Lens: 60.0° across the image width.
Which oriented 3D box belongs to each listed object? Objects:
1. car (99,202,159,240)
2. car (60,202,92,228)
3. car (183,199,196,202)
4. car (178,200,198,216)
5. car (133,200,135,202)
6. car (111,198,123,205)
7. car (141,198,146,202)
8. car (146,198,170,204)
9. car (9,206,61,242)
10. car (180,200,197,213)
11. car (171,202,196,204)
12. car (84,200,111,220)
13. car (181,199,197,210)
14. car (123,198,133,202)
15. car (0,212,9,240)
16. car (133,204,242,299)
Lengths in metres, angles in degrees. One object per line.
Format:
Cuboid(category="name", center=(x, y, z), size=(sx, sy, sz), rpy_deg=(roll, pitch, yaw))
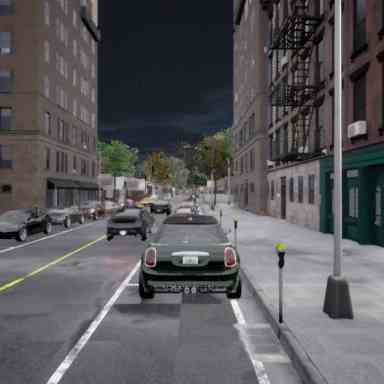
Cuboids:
Cuboid(category="car", center=(-2.998, 1.508, 16.989), size=(1.837, 1.490, 4.892), rpy_deg=(0, 1, 0))
Cuboid(category="car", center=(-8.408, 1.553, 21.869), size=(2.008, 1.369, 4.403), rpy_deg=(0, 0, 0))
Cuboid(category="car", center=(-0.383, 1.531, 27.562), size=(1.752, 1.417, 4.829), rpy_deg=(0, 0, 0))
Cuboid(category="car", center=(-0.383, 1.554, 32.910), size=(1.887, 1.381, 4.507), rpy_deg=(0, 0, 0))
Cuboid(category="car", center=(-8.408, 1.600, 43.945), size=(1.802, 1.307, 4.206), rpy_deg=(0, 0, 0))
Cuboid(category="car", center=(-8.408, 1.535, 32.737), size=(1.752, 1.417, 4.829), rpy_deg=(0, 0, 0))
Cuboid(category="car", center=(-5.801, 1.497, 45.308), size=(1.882, 1.535, 5.008), rpy_deg=(0, 0, 1))
Cuboid(category="car", center=(-2.993, 1.487, 32.727), size=(1.882, 1.535, 5.008), rpy_deg=(0, 0, 0))
Cuboid(category="car", center=(-8.408, 1.567, 16.351), size=(1.947, 1.339, 4.313), rpy_deg=(0, 0, 0))
Cuboid(category="car", center=(-0.383, 1.596, 38.428), size=(1.802, 1.307, 4.206), rpy_deg=(0, 0, 0))
Cuboid(category="car", center=(-0.383, 1.584, 21.873), size=(1.802, 1.307, 4.206), rpy_deg=(0, 0, 0))
Cuboid(category="car", center=(-8.408, 1.446, 27.388), size=(1.967, 1.590, 4.097), rpy_deg=(0, 0, 0))
Cuboid(category="car", center=(-0.383, 1.584, 43.946), size=(1.947, 1.339, 4.313), rpy_deg=(0, 0, 0))
Cuboid(category="car", center=(-8.408, 1.454, 38.426), size=(1.967, 1.590, 4.097), rpy_deg=(0, 0, 0))
Cuboid(category="car", center=(-3.020, 1.224, 0.706), size=(2.150, 2.045, 5.566), rpy_deg=(0, 0, 0))
Cuboid(category="car", center=(-0.033, 1.353, 8.620), size=(2.097, 1.767, 4.553), rpy_deg=(0, 0, 0))
